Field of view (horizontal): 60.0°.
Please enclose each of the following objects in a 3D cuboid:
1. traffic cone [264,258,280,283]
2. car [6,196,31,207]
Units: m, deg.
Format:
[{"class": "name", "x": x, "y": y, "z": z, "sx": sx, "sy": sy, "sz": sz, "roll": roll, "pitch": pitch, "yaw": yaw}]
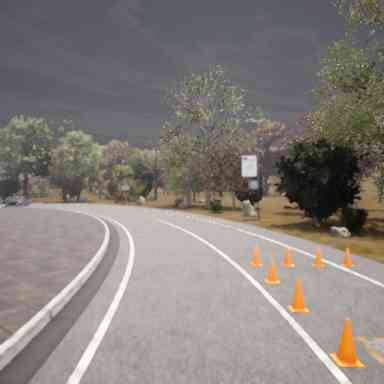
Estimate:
[{"class": "traffic cone", "x": 2.068, "y": 2.008, "z": 8.565, "sx": 0.340, "sy": 0.580, "sz": 0.340, "roll": 1, "pitch": 0, "yaw": -1}, {"class": "car", "x": -27.861, "y": 1.473, "z": 53.390, "sx": 4.553, "sy": 1.767, "sz": 2.097, "roll": -1, "pitch": 3, "yaw": 34}]
